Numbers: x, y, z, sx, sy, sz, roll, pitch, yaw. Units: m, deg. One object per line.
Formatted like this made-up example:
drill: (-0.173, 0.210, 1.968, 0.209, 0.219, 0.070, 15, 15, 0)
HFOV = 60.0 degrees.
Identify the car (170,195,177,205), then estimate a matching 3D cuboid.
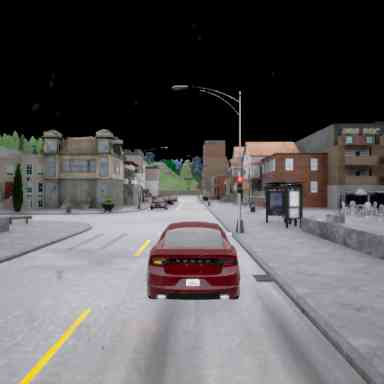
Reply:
car: (-4.089, 1.601, 56.932, 1.895, 1.301, 4.718, 0, 0, 0)

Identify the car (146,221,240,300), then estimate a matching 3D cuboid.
car: (0.049, 1.478, 8.455, 1.882, 1.535, 5.008, 0, 0, 1)

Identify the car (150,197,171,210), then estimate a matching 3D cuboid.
car: (-4.100, 1.563, 41.964, 1.994, 1.385, 4.181, 0, 0, 0)
